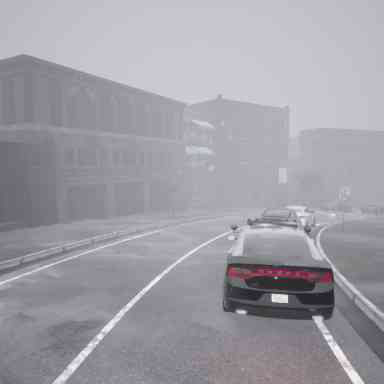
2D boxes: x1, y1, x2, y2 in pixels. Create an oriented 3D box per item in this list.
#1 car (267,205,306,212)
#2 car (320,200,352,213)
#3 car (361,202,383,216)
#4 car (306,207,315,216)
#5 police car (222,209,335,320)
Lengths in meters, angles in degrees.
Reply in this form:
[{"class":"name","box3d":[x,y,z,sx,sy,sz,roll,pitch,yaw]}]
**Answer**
[{"class":"car","box3d":[4.438,1.543,16.613,1.837,1.490,4.892,2,0,22]},{"class":"car","box3d":[17.554,1.705,40.364,4.892,1.490,1.837,2,2,-36]},{"class":"car","box3d":[22.142,1.992,39.578,4.902,1.511,2.128,2,3,-33]},{"class":"car","box3d":[6.862,1.607,21.756,1.812,1.442,4.674,2,1,29]},{"class":"police car","box3d":[1.817,1.432,7.636,1.930,1.638,5.238,1,0,10]}]
